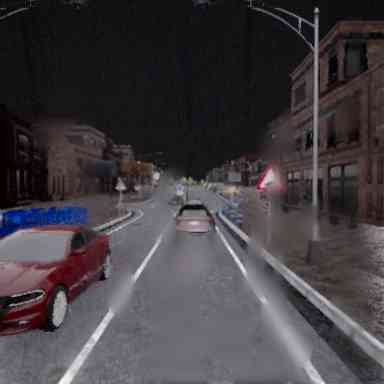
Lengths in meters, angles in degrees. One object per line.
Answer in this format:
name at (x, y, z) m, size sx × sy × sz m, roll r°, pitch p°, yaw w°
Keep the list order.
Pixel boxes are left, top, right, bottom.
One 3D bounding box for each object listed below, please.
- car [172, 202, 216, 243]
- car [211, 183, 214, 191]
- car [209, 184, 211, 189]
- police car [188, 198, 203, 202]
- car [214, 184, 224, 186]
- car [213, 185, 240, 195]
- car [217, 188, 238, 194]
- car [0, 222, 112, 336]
car at (0.098, 1.429, 16.074) m, size 2.033 × 1.649 × 4.856 m, roll 0°, pitch -2°, yaw 0°
car at (8.140, -0.756, 82.771) m, size 5.566 × 2.045 × 2.435 m, roll 0°, pitch 3°, yaw -1°
car at (7.989, -0.969, 93.796) m, size 4.892 × 1.521 × 2.231 m, roll 0°, pitch 2°, yaw -1°
police car at (0.332, 1.374, 30.722) m, size 2.038 × 1.542 × 4.974 m, roll 0°, pitch 1°, yaw 3°
car at (8.111, -0.505, 80.023) m, size 4.553 × 1.767 × 2.185 m, roll 0°, pitch 3°, yaw -1°
car at (8.020, -0.121, 74.520) m, size 5.366 × 1.575 × 1.946 m, roll 0°, pitch 3°, yaw -1°
car at (8.178, -0.210, 77.279) m, size 4.674 × 1.452 × 2.002 m, roll 0°, pitch 3°, yaw -1°
car at (-3.088, 1.486, 7.063) m, size 1.882 × 1.535 × 5.008 m, roll 0°, pitch 0°, yaw 0°
